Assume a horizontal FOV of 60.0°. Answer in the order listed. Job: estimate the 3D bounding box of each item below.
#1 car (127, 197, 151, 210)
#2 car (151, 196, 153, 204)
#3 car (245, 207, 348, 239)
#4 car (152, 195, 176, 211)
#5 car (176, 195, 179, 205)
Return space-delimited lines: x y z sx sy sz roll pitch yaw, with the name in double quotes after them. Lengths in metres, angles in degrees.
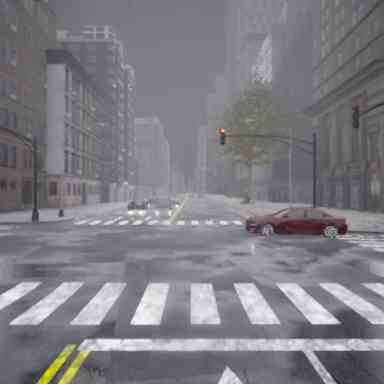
-6.613 1.503 40.634 1.994 1.385 4.181 0 0 0 "car"
-6.578 1.466 57.971 2.033 1.411 5.357 0 0 1 "car"
5.248 1.522 16.968 5.008 1.535 1.882 1 0 0 "car"
-3.364 1.444 40.514 1.837 1.490 4.892 0 0 0 "car"
-3.345 1.272 56.665 2.097 1.767 4.553 0 0 0 "car"
